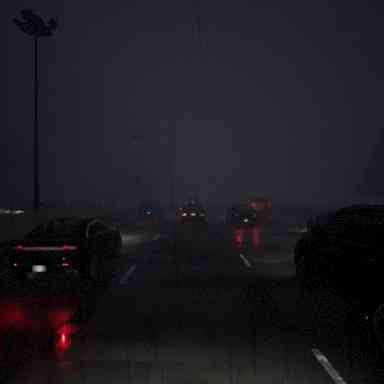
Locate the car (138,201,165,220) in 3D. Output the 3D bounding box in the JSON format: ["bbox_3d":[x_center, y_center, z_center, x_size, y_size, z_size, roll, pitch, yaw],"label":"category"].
[{"bbox_3d":[-3.392,1.477,28.499,1.882,1.535,5.008,0,0,0],"label":"car"}]

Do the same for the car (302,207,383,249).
[{"bbox_3d":[7.103,1.548,15.737,2.033,1.411,5.357,0,0,0],"label":"car"}]

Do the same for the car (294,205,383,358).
[{"bbox_3d":[3.601,1.222,5.879,2.150,2.045,5.566,0,0,0],"label":"car"}]

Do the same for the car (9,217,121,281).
[{"bbox_3d":[-3.398,1.491,9.828,2.128,1.511,4.902,0,0,0],"label":"car"}]

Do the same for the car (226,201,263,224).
[{"bbox_3d":[3.607,1.601,24.478,1.895,1.301,4.718,0,0,0],"label":"car"}]

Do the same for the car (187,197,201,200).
[{"bbox_3d":[0.111,1.352,42.245,2.097,1.767,4.553,0,0,0],"label":"car"}]

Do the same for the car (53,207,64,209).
[{"bbox_3d":[-17.577,1.476,42.093,1.882,1.535,5.008,0,0,0],"label":"car"}]

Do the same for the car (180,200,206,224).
[{"bbox_3d":[0.084,1.546,24.561,2.033,1.411,5.357,0,0,0],"label":"car"}]

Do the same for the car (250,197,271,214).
[{"bbox_3d":[7.109,1.352,36.008,2.097,1.767,4.553,0,0,0],"label":"car"}]

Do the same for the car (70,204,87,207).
[{"bbox_3d":[-14.077,1.524,41.992,1.812,1.442,4.674,0,0,0],"label":"car"}]
